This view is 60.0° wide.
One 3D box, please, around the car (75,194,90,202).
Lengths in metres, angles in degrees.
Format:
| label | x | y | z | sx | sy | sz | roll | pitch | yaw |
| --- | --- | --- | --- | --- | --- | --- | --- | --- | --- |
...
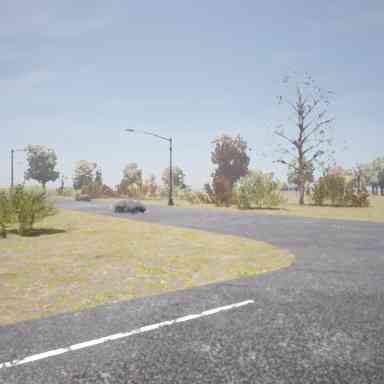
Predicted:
| label | x | y | z | sx | sy | sz | roll | pitch | yaw |
| --- | --- | --- | --- | --- | --- | --- | --- | --- | --- |
| car | -21.842 | 1.197 | 66.433 | 1.812 | 1.442 | 4.674 | 0 | 0 | -37 |

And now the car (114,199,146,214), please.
| label | x | y | z | sx | sy | sz | roll | pitch | yaw |
| --- | --- | --- | --- | --- | --- | --- | --- | --- | --- |
| car | -6.325 | 1.436 | 33.709 | 1.994 | 1.385 | 4.181 | 0 | 0 | -37 |
